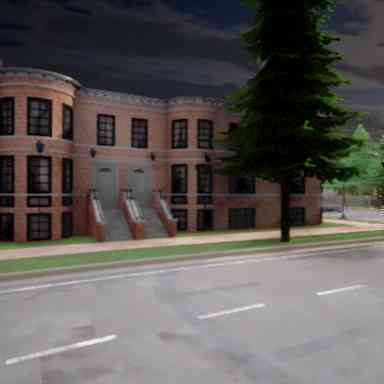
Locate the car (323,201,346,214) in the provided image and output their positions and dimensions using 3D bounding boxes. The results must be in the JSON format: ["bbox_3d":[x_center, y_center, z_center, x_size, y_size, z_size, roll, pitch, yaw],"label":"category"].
[{"bbox_3d":[14.466,1.636,36.733,1.895,1.301,4.718,0,0,-26],"label":"car"}]
